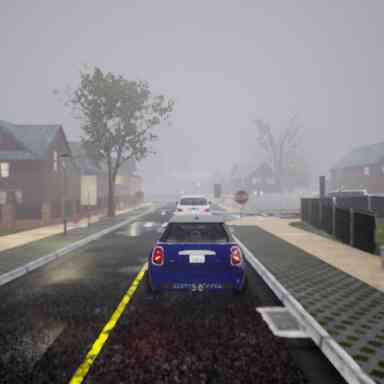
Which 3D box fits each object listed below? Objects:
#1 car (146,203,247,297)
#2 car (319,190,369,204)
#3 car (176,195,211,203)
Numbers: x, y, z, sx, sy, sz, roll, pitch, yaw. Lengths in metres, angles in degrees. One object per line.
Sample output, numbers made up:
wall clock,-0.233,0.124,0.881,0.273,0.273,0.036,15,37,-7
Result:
car,0.101,1.347,8.745,2.097,1.767,4.553,0,0,0
car,13.277,0.841,30.227,5.566,2.045,2.150,-1,0,-2
car,0.100,1.204,21.886,2.150,2.045,5.566,0,0,0
